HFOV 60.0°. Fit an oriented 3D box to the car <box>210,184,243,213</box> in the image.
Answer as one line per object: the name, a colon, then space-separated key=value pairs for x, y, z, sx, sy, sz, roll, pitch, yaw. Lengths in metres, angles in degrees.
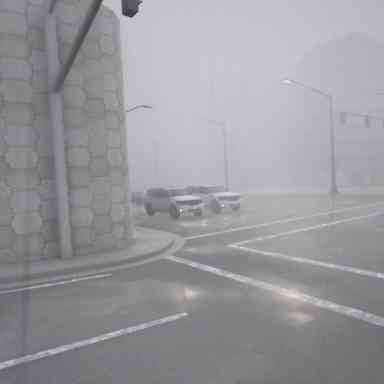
car: x=1.417 y=0.419 z=25.669 sx=2.150 sy=2.045 sz=5.566 roll=-5 pitch=3 yaw=-35

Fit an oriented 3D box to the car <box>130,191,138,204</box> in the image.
car: x=-5.551 y=0.686 z=35.544 sx=2.128 sy=1.511 sz=4.902 roll=-5 pitch=3 yaw=-35

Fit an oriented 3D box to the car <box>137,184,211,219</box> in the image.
car: x=-1.428 y=0.657 z=23.644 sx=2.150 sy=2.045 sz=5.566 roll=-5 pitch=3 yaw=-35
